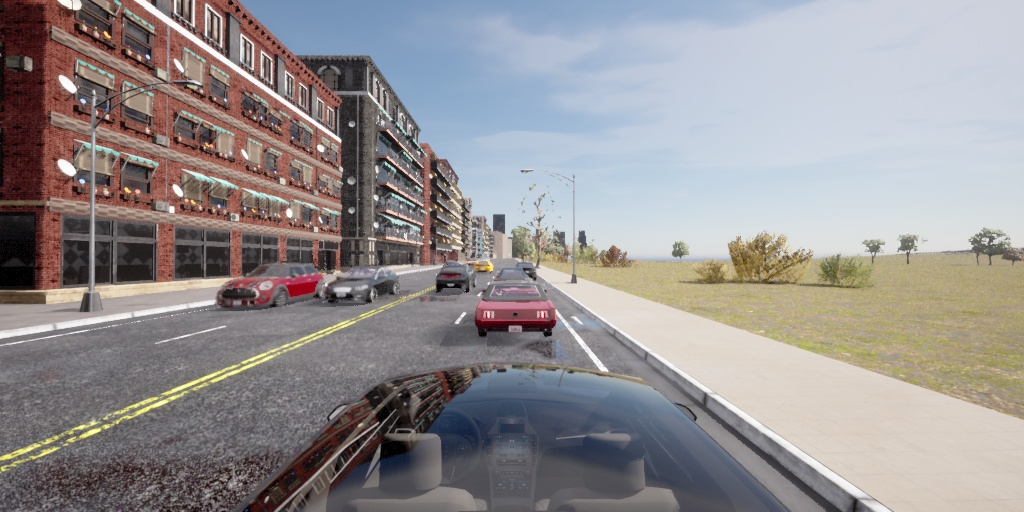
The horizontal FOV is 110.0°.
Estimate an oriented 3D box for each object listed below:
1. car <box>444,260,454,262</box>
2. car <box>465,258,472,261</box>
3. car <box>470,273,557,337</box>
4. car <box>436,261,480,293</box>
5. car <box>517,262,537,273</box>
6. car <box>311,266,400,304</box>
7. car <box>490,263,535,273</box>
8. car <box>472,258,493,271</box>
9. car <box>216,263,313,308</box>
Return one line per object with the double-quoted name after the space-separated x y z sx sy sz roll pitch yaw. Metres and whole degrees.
-9.999 1.316 58.112 1.994 1.385 4.181 0 0 0 "car"
-6.750 1.102 59.476 2.097 1.767 4.553 0 0 0 "car"
0.076 1.352 10.282 1.895 1.301 4.718 0 0 0 "car"
-3.207 1.257 21.093 1.837 1.490 4.892 0 0 0 "car"
1.053 1.259 30.306 1.837 1.490 4.892 0 0 0 "car"
-6.644 1.244 16.394 2.128 1.511 4.902 0 0 0 "car"
0.037 1.317 20.312 1.994 1.385 4.181 0 0 0 "car"
-3.270 1.231 42.516 1.882 1.535 5.008 0 0 0 "car"
-9.890 1.104 15.141 2.097 1.767 4.553 0 0 0 "car"
